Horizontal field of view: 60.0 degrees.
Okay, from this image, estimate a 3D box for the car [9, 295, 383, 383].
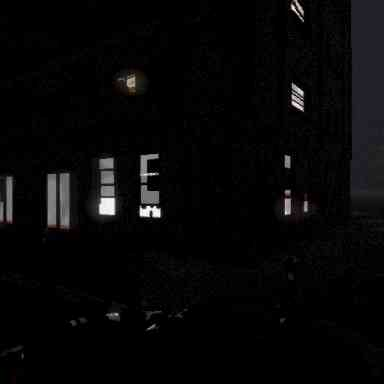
[{"bbox_3d":[0.192,1.579,2.740,4.206,1.307,1.802,0,0,36],"label":"car"}]
